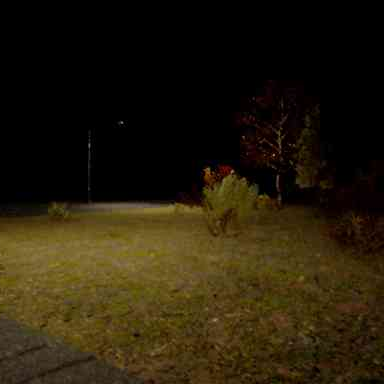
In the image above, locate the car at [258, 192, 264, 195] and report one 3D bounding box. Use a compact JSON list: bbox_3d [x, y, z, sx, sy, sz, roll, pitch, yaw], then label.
[{"bbox_3d":[13.522,0.759,67.129,2.128,1.511,4.902,2,2,38],"label":"car"}]
